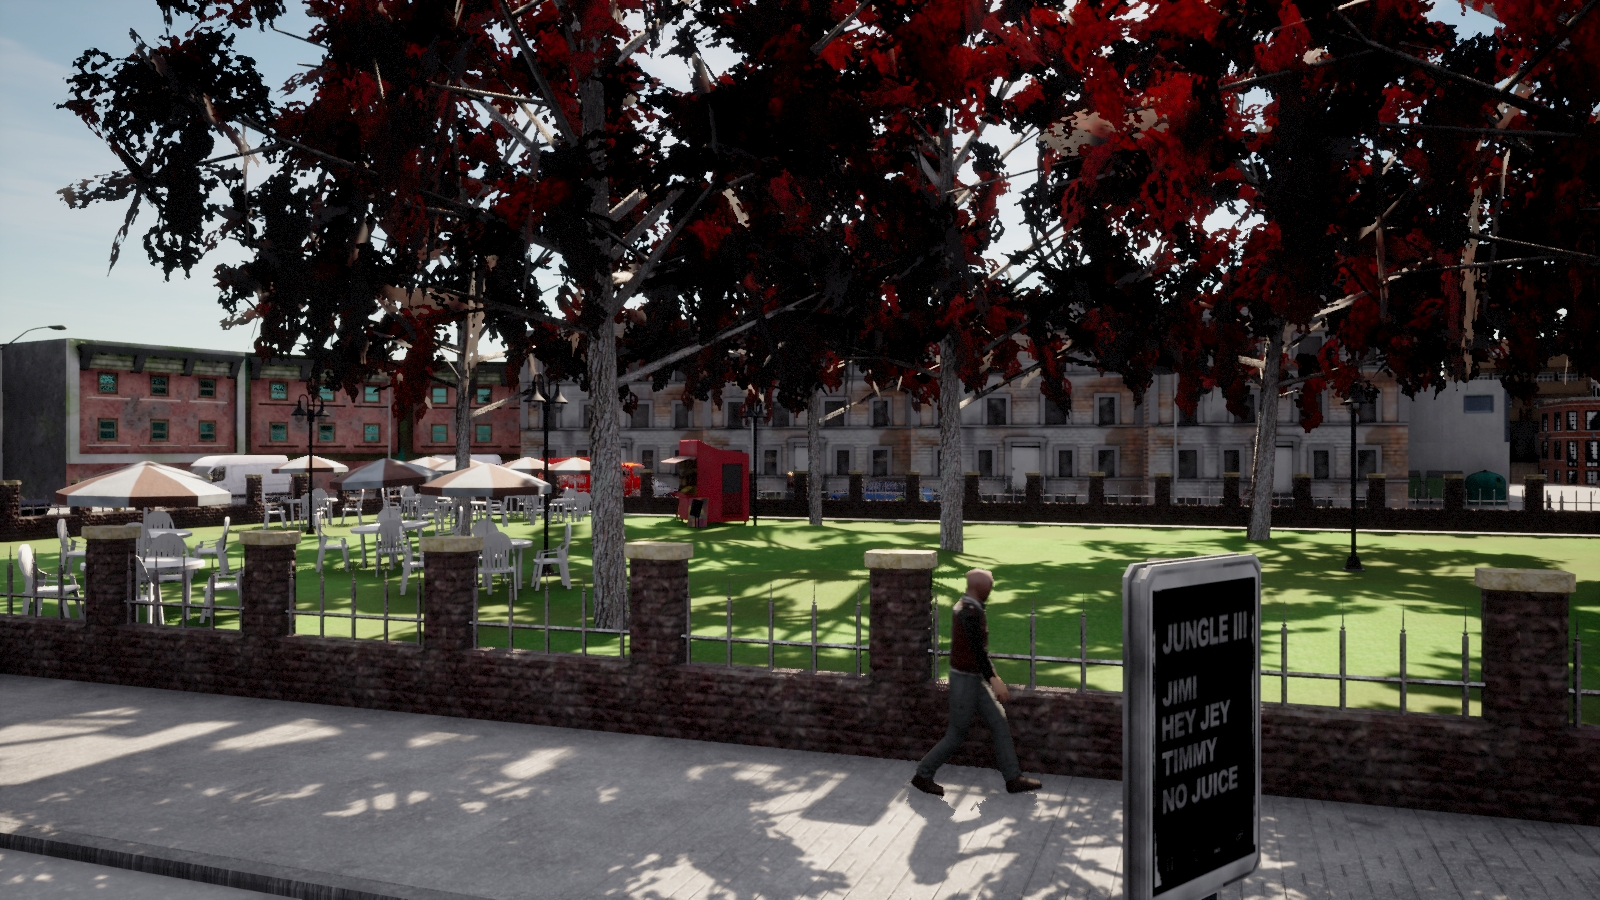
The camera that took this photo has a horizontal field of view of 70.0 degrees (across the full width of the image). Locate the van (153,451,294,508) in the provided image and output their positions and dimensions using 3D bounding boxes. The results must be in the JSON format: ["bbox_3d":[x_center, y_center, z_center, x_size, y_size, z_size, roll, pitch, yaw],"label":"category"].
[{"bbox_3d":[-27.041,1.315,53.859,1.988,2.561,5.915,0,0,27],"label":"van"}]

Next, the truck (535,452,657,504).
[{"bbox_3d":[-9.929,1.362,55.693,5.204,2.467,2.627,-1,0,20],"label":"truck"}]

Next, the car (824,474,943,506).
[{"bbox_3d":[3.999,1.886,54.805,5.357,1.411,2.033,0,0,20],"label":"car"}]

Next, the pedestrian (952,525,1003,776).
[{"bbox_3d":[1.372,1.523,8.814,0.375,1.860,0.375,0,0,11],"label":"pedestrian"}]

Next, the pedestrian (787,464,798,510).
[{"bbox_3d":[-0.306,1.525,47.054,0.375,1.860,0.375,0,0,20],"label":"pedestrian"}]

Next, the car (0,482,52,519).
[{"bbox_3d":[-31.066,1.935,42.988,1.895,1.301,4.718,0,0,20],"label":"car"}]
